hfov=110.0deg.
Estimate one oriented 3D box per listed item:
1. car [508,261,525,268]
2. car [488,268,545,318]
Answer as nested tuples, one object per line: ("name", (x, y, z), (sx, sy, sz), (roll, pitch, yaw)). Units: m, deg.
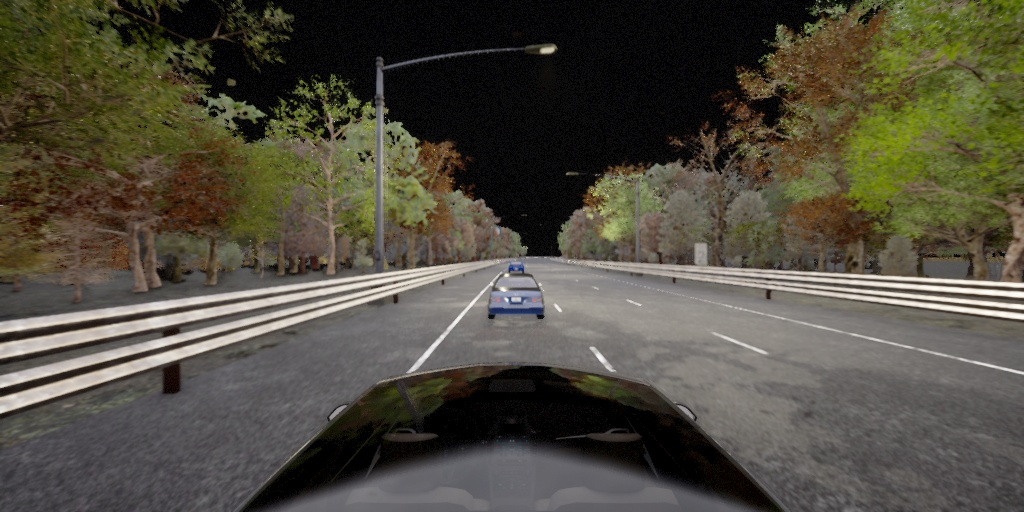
("car", (0.546, 1.341, 43.806), (1.882, 1.535, 5.008), (0, 0, 1))
("car", (0.142, 1.329, 13.017), (2.033, 1.411, 5.357), (0, 0, 0))
